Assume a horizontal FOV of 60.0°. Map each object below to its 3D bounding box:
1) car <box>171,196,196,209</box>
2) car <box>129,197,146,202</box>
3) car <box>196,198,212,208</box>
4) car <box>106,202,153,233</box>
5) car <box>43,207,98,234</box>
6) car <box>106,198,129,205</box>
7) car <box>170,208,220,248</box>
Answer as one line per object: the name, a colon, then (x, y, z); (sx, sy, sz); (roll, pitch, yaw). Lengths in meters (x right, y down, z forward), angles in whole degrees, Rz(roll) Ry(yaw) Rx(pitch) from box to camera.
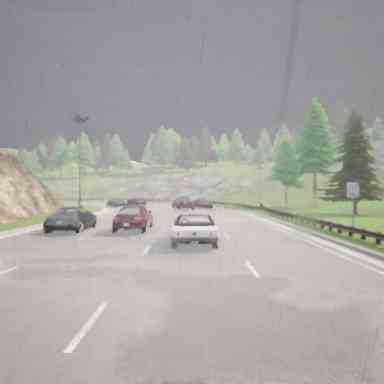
car: (-1.336, 1.333, 43.331); (2.097, 1.767, 4.553); (0, 0, -14)
car: (-8.955, 1.469, 52.668); (2.128, 1.511, 4.902); (1, 0, -32)
car: (1.301, 1.544, 46.899); (1.994, 1.385, 4.181); (0, 0, -18)
car: (-3.396, 1.517, 19.469); (1.812, 1.442, 4.674); (0, 0, 0)
car: (-6.894, 1.555, 19.289); (1.994, 1.385, 4.181); (0, 0, 0)
car: (-11.287, 1.542, 49.260); (1.994, 1.385, 4.181); (0, 0, -28)
car: (0.104, 1.594, 14.647); (1.895, 1.301, 4.718); (0, 0, 0)
